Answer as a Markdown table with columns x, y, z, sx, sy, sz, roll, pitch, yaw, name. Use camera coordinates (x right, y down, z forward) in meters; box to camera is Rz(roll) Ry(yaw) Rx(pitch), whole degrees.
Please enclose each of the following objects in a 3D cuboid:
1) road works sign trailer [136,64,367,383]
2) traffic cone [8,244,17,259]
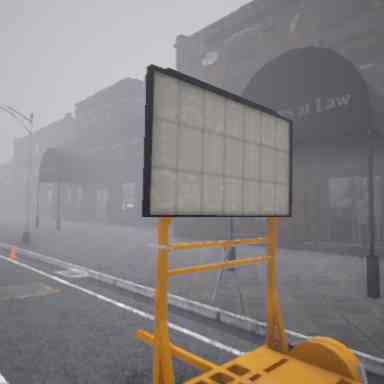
| x | y | z | sx | sy | sz | roll | pitch | yaw | name |
| --- | --- | --- | --- | --- | --- | --- | --- | --- | --- |
| 0.270 | 0.682 | 3.765 | 2.380 | 3.560 | 2.880 | 4 | -4 | -44 | road works sign trailer |
| -7.624 | 2.531 | 14.171 | 0.340 | 0.580 | 0.340 | 4 | -4 | -44 | traffic cone |
